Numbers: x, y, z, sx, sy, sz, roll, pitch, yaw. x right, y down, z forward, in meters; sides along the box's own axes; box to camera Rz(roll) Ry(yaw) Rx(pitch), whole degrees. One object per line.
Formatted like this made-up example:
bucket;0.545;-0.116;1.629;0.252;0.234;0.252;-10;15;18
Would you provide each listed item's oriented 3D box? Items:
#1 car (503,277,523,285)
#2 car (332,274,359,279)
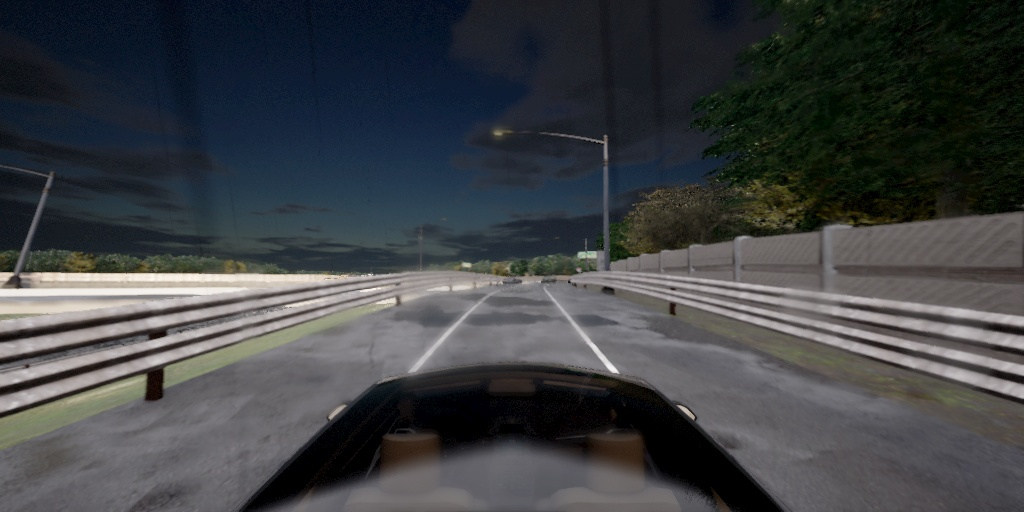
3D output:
car;0.257;4.453;64.783;1.994;1.385;4.181;-3;-5;37
car;-19.720;2.971;44.633;5.008;1.535;1.882;3;-5;-38
